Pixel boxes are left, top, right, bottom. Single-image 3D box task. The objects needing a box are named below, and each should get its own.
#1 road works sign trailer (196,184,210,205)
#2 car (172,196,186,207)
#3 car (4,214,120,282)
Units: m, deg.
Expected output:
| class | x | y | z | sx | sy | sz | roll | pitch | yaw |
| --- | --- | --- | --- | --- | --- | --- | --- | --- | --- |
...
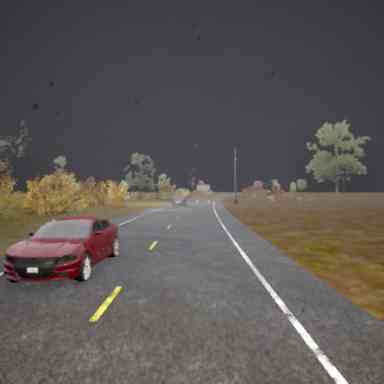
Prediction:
| class | x | y | z | sx | sy | sz | roll | pitch | yaw |
| --- | --- | --- | --- | --- | --- | --- | --- | --- | --- |
| road works sign trailer | 1.861 | 0.412 | 55.700 | 2.380 | 3.560 | 2.880 | 0 | 0 | 4 |
| car | -1.975 | 1.442 | 51.211 | 2.128 | 1.511 | 4.902 | 0 | 0 | 4 |
| car | -3.516 | 1.468 | 9.906 | 1.882 | 1.535 | 5.008 | 0 | 0 | 1 |
